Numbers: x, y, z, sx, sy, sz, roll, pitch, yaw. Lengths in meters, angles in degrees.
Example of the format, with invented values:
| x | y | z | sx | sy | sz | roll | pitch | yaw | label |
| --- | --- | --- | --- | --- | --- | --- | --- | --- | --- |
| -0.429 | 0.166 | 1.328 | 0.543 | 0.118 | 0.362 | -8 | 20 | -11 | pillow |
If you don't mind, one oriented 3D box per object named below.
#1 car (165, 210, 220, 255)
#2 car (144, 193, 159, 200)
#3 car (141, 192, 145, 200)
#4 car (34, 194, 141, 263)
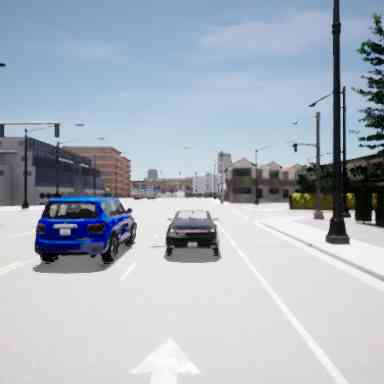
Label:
| x | y | z | sx | sy | sz | roll | pitch | yaw | label |
| --- | --- | --- | --- | --- | --- | --- | --- | --- | --- |
| 0.039 | 1.436 | 12.890 | 2.128 | 1.511 | 4.902 | 0 | 0 | 1 | car |
| -10.512 | 1.388 | 85.997 | 1.994 | 1.385 | 4.181 | 0 | 1 | 0 | car |
| -14.012 | 1.313 | 85.995 | 1.882 | 1.535 | 5.008 | 0 | 1 | 0 | car |
| -3.473 | 1.171 | 11.849 | 2.150 | 2.045 | 5.566 | 0 | 0 | 0 | car |
